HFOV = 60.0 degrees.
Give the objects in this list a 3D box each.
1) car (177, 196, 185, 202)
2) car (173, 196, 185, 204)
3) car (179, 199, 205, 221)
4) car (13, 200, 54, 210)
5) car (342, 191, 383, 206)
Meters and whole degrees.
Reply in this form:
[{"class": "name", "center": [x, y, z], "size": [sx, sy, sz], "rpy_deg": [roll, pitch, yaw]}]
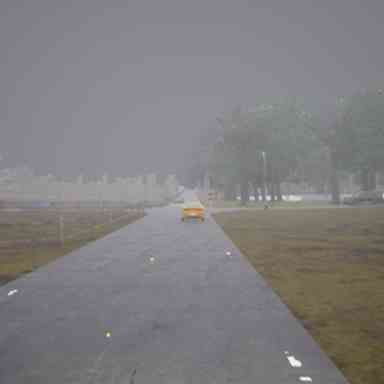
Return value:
[{"class": "car", "center": [-2.723, 1.714, 83.676], "size": [2.033, 1.411, 5.357], "rpy_deg": [0, 0, 0]}, {"class": "car", "center": [-2.730, 1.798, 68.553], "size": [1.994, 1.385, 4.181], "rpy_deg": [0, 0, 0]}, {"class": "car", "center": [0.091, 1.630, 29.059], "size": [1.882, 1.535, 5.008], "rpy_deg": [0, 0, 0]}, {"class": "car", "center": [-22.575, 1.843, 47.376], "size": [5.357, 1.411, 2.033], "rpy_deg": [0, -1, 0]}, {"class": "car", "center": [24.451, 0.959, 47.472], "size": [5.566, 2.045, 2.150], "rpy_deg": [-2, -1, 0]}]
